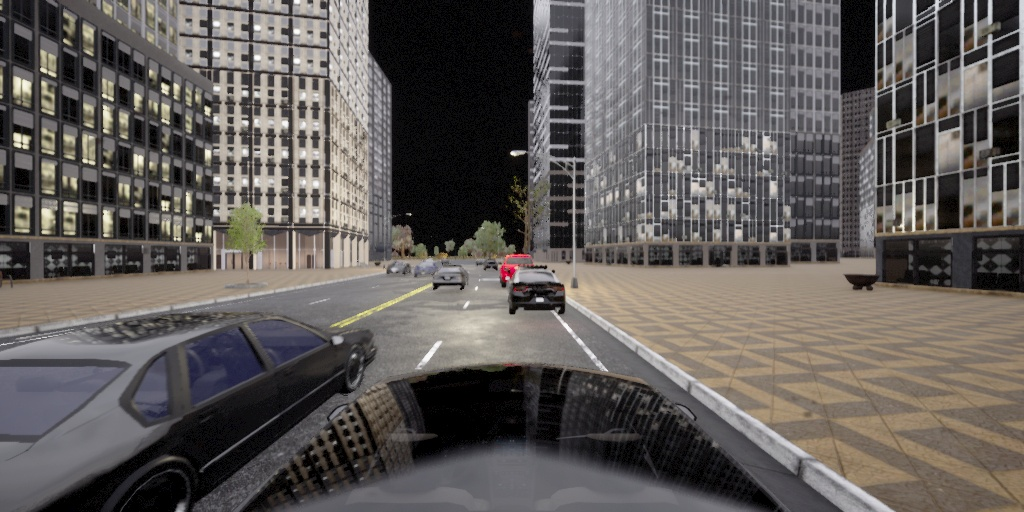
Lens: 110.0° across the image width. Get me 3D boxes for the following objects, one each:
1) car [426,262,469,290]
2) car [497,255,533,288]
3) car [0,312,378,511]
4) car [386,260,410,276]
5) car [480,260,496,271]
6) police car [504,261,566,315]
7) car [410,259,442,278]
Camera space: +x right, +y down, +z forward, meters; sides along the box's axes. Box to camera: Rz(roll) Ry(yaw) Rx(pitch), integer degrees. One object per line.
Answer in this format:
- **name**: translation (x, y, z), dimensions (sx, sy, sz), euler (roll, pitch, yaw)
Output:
- **car**: translation (-3.758, 1.281, 22.476), dimensions (2.033, 1.411, 5.357), euler (0, 0, -3)
- **car**: translation (0.321, 0.957, 23.833), dimensions (2.150, 2.045, 5.566), euler (0, 0, -3)
- **car**: translation (-3.171, 1.296, 3.592), dimensions (2.033, 1.411, 5.357), euler (0, 0, 0)
- **car**: translation (-11.622, 1.217, 37.096), dimensions (2.128, 1.511, 4.902), euler (0, 0, -6)
- **car**: translation (-2.977, 1.224, 49.050), dimensions (1.837, 1.490, 4.892), euler (0, 0, -7)
- **police car**: translation (0.786, 1.165, 13.764), dimensions (1.930, 1.638, 5.238), euler (0, 0, -2)
- **car**: translation (-8.077, 1.252, 34.110), dimensions (1.812, 1.442, 4.674), euler (0, 0, -5)
